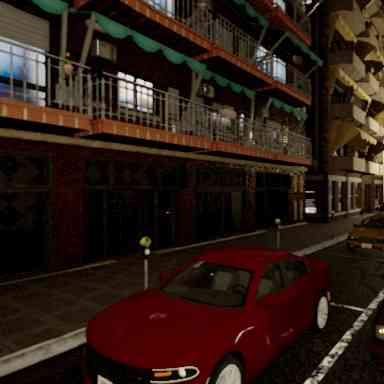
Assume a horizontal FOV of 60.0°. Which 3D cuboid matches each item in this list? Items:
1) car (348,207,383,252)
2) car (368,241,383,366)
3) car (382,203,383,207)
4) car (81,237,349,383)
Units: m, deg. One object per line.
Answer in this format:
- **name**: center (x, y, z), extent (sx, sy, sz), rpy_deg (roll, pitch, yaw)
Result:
- **car**: center (7.502, 1.526, 13.259), extent (1.752, 1.417, 4.829), rpy_deg (0, 0, 39)
- **car**: center (4.411, 1.548, 5.369), extent (2.033, 1.411, 5.357), rpy_deg (0, 0, 40)
- **car**: center (11.106, 1.318, 17.669), extent (2.192, 1.841, 5.009), rpy_deg (0, 0, 39)
- **car**: center (0.614, 1.543, 4.832), extent (1.887, 1.381, 4.507), rpy_deg (0, 0, 39)
